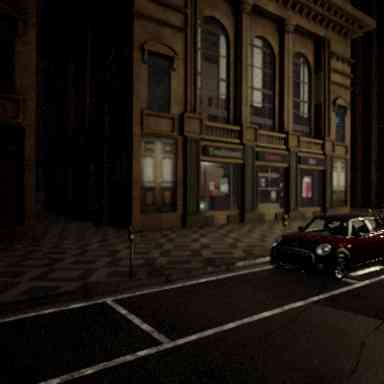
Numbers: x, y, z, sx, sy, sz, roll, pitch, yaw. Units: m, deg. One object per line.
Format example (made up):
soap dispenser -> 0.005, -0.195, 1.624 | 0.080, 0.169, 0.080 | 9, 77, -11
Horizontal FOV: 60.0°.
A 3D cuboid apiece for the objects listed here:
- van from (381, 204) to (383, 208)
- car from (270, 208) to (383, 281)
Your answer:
van -> 8.755, 1.277, 12.997 | 3.998, 1.788, 1.690 | 0, 1, -35
car -> 4.176, 1.402, 9.732 | 4.097, 1.590, 1.967 | 0, 1, -35
